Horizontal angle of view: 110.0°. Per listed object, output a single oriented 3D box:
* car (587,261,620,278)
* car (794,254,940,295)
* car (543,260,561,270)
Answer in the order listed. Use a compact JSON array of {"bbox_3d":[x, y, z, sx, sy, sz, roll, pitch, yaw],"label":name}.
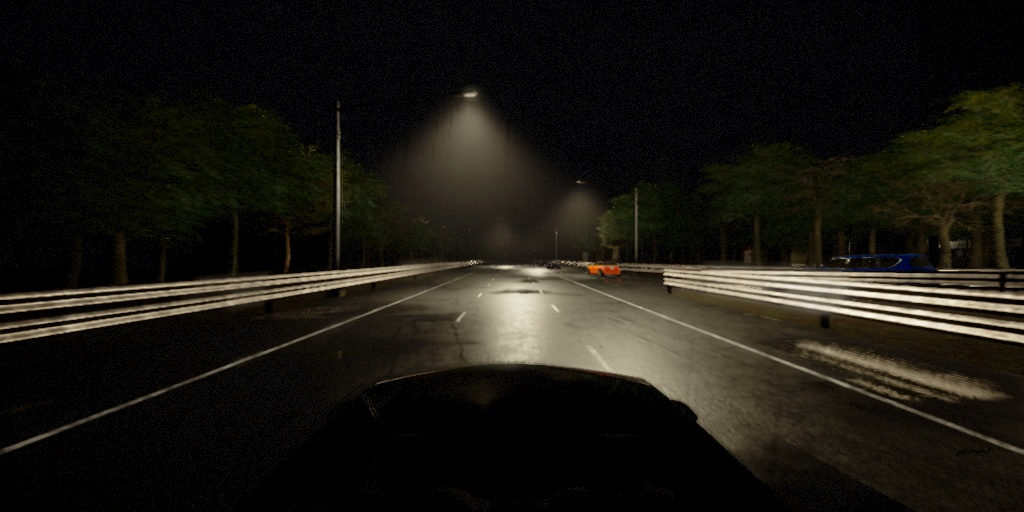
[{"bbox_3d":[9.784,1.312,38.721,2.097,1.767,4.553,0,0,-12],"label":"car"},{"bbox_3d":[17.161,0.977,17.990,2.150,2.045,5.566,0,-1,-24],"label":"car"},{"bbox_3d":[6.817,1.629,59.502,1.895,1.301,4.718,0,0,-2],"label":"car"}]
